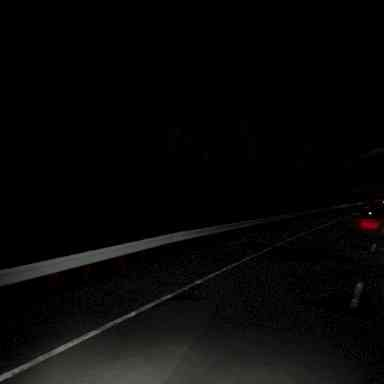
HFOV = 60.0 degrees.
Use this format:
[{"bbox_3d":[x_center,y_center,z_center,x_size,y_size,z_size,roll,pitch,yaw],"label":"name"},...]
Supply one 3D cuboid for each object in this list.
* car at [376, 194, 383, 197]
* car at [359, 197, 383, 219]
[{"bbox_3d":[22.245,1.221,38.039,2.150,2.045,5.566,0,0,36],"label":"car"},{"bbox_3d":[16.160,1.505,29.524,1.837,1.490,4.892,0,0,35],"label":"car"}]
